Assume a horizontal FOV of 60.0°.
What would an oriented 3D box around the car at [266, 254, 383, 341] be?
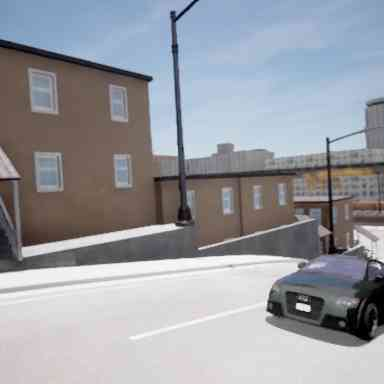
[{"bbox_3d":[3.547,2.184,7.726,4.181,1.385,1.994,7,-6,-44],"label":"car"}]
